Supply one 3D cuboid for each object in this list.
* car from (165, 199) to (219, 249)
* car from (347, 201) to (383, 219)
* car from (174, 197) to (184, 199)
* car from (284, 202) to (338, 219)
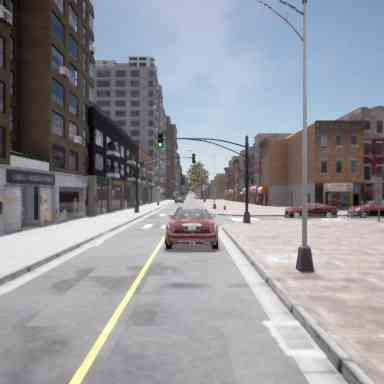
[{"bbox_3d":[0.000,1.379,14.622,2.097,1.767,4.553,0,0,0],"label":"car"},{"bbox_3d":[15.832,1.470,29.129,4.097,1.590,1.967,0,0,0],"label":"car"},{"bbox_3d":[-2.750,1.730,71.865,1.882,1.535,5.008,0,0,0],"label":"car"},{"bbox_3d":[10.368,1.580,29.133,4.507,1.381,1.887,0,0,0],"label":"car"}]
